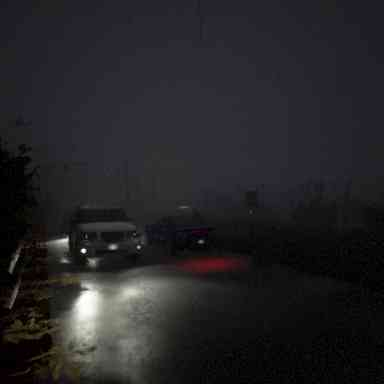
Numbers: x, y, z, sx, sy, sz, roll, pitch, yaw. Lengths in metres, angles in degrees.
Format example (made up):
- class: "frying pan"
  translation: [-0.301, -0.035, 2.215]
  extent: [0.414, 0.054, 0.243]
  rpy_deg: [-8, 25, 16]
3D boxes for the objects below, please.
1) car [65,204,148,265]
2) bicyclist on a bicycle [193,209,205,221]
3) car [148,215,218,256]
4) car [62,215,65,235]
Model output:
- class: "car"
  translation: [-3.704, 1.530, 13.461]
  extent: [2.150, 2.045, 5.566]
  rpy_deg: [0, -1, -24]
- class: "bicyclist on a bicycle"
  translation: [0.324, 1.865, 20.402]
  extent: [1.656, 1.620, 0.582]
  rpy_deg: [0, -1, -24]
- class: "car"
  translation: [-0.665, 1.787, 14.880]
  extent: [1.882, 1.535, 5.008]
  rpy_deg: [0, -1, -24]
- class: "car"
  translation: [-7.911, 2.009, 22.969]
  extent: [1.882, 1.535, 5.008]
  rpy_deg: [0, -1, -24]
